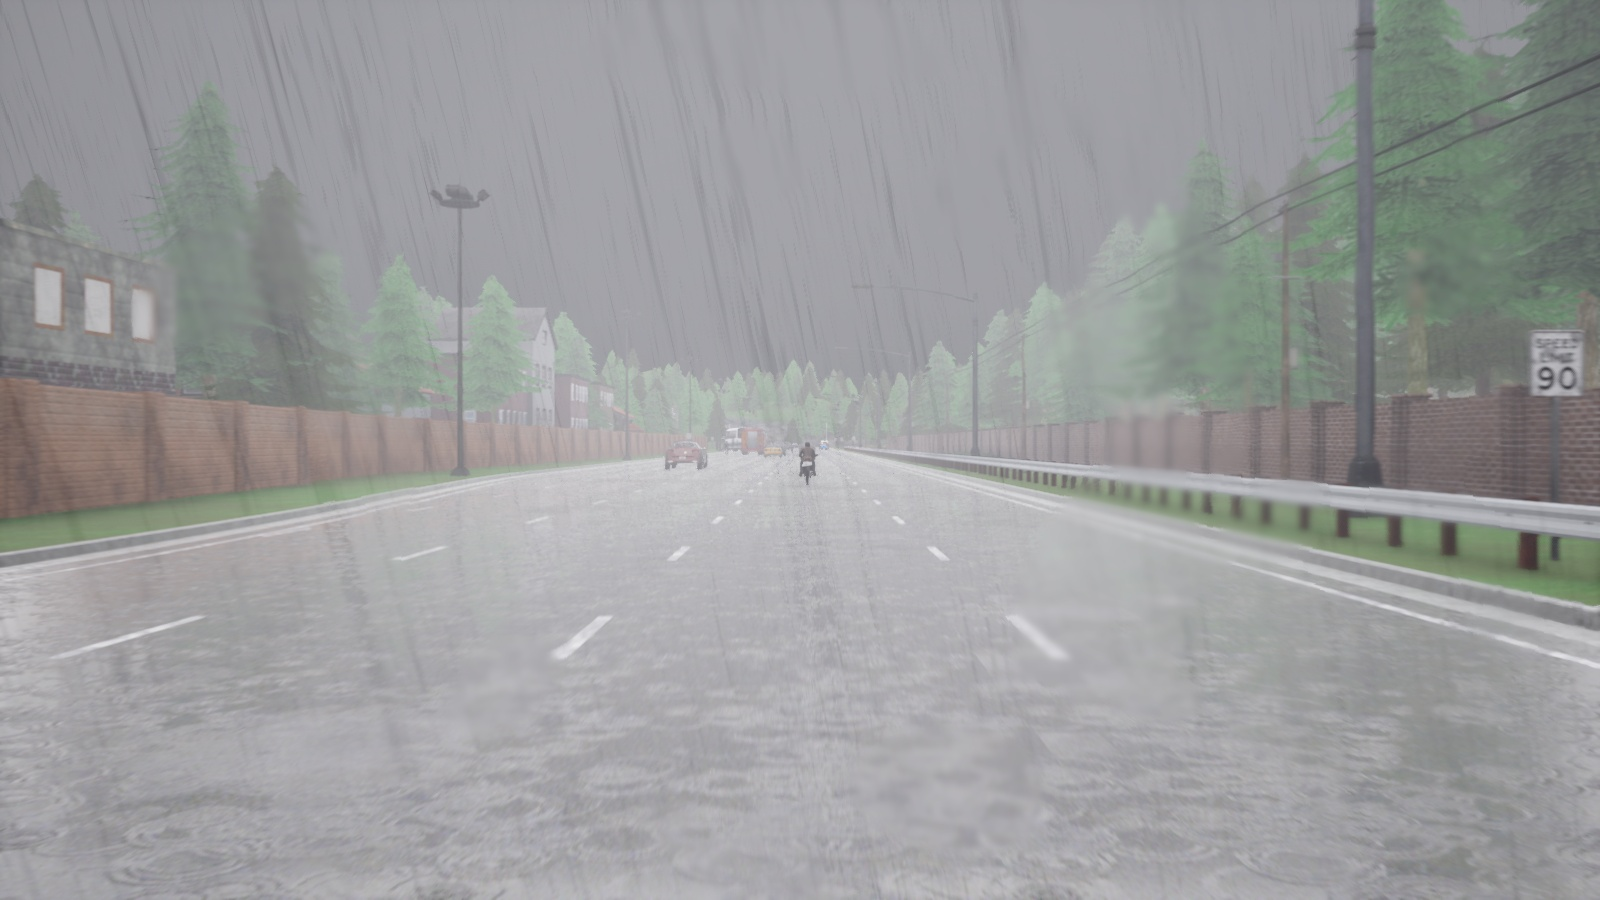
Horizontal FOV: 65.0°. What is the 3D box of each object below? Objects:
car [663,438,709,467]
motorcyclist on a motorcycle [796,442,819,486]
[{"bbox_3d":[-6.571,0.114,72.940,2.152,1.651,5.027,0,0,0],"label":"car"},{"bbox_3d":[0.267,0.482,44.400,0.797,1.523,2.044,0,0,0],"label":"motorcyclist on a motorcycle"}]
